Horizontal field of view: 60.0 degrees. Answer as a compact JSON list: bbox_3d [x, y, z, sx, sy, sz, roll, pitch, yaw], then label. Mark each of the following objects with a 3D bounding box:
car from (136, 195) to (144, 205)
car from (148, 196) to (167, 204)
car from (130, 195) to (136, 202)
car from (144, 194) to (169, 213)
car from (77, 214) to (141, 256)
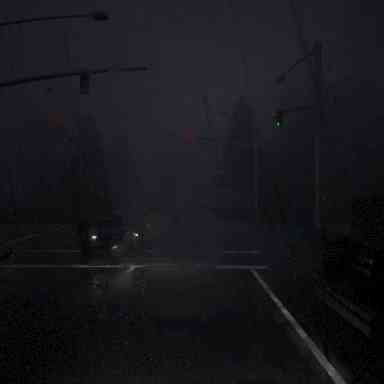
[{"bbox_3d":[-7.974,1.505,58.560,1.837,1.490,4.892,0,0,-22],"label":"car"},{"bbox_3d":[-6.724,1.547,64.768,2.033,1.411,5.357,0,0,-26],"label":"car"},{"bbox_3d":[-12.428,1.433,73.166,5.008,1.535,1.882,0,0,42],"label":"car"},{"bbox_3d":[-3.753,1.221,37.172,2.150,2.045,5.566,0,0,-2],"label":"car"},{"bbox_3d":[-3.464,1.601,13.381,1.895,1.301,4.718,0,0,-24],"label":"car"}]
